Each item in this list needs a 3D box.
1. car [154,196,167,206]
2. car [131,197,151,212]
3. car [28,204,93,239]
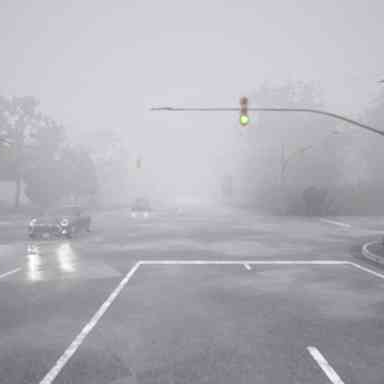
[{"bbox_3d":[-7.022,2.118,71.053,1.837,1.490,4.892,0,0,0],"label":"car"},{"bbox_3d":[-7.015,1.732,46.284,2.150,2.045,5.566,0,1,0],"label":"car"},{"bbox_3d":[-7.006,1.503,18.174,2.097,1.767,4.553,0,-1,0],"label":"car"}]
